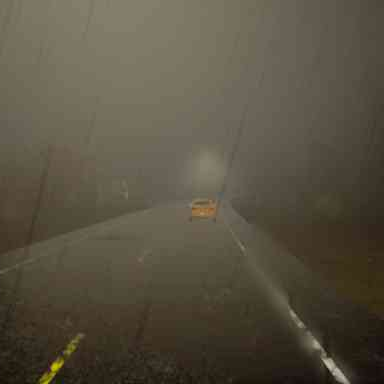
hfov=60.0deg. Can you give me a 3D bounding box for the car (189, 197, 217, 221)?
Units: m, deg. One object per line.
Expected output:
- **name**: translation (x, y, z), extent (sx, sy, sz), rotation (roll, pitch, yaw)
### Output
- **car**: translation (0.814, 1.283, 24.849), extent (1.882, 1.535, 5.008), rotation (0, 1, 3)

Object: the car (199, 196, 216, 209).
- **car**: translation (1.937, 1.239, 41.112), extent (1.994, 1.385, 4.181), rotation (0, 1, 5)
